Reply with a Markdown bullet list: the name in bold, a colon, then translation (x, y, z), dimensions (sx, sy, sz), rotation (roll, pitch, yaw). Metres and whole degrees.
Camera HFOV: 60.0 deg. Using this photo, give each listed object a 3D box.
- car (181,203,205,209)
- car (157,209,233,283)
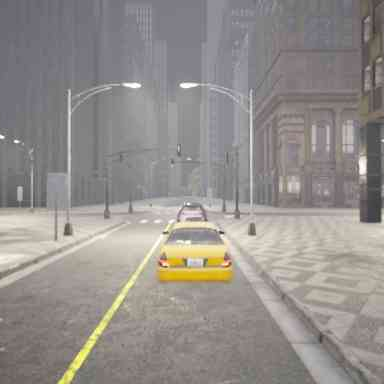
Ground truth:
- **car**: translation (0.101, 1.552, 23.017), dimensions (2.033, 1.649, 4.856), rotation (0, 0, 3)
- **car**: translation (0.050, 1.501, 9.697), dimensions (1.801, 1.575, 5.366), rotation (0, 0, 0)
